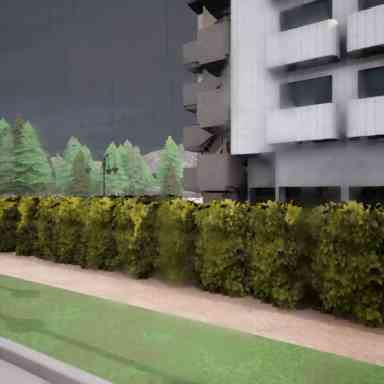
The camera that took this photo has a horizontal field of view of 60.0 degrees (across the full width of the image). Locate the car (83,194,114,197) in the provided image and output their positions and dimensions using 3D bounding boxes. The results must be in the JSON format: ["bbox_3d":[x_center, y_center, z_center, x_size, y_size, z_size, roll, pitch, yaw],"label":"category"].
[{"bbox_3d":[-6.636,1.221,27.302,2.150,2.045,5.566,0,0,35],"label":"car"}]
